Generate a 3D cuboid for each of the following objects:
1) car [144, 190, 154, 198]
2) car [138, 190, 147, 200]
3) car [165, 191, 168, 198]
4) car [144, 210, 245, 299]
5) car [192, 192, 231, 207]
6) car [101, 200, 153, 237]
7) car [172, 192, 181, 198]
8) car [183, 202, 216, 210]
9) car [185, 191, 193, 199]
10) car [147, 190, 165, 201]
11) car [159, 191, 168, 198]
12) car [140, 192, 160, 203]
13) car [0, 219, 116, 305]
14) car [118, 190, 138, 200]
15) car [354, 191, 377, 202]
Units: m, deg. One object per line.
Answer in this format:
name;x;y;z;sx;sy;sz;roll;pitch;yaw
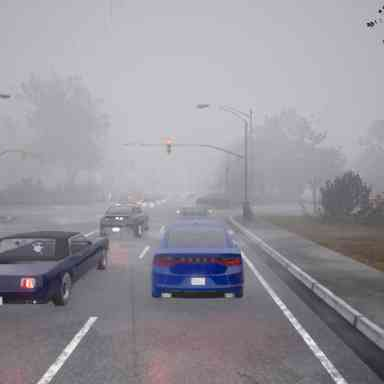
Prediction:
car;-10.789;0.445;84.178;2.150;2.045;5.566;0;1;-3
car;-10.461;0.709;63.383;2.150;2.045;5.566;0;1;0
car;-6.982;0.957;74.243;1.895;1.301;4.718;0;1;-1
car;0.114;1.446;8.488;1.882;1.535;5.008;0;0;0
car;2.847;1.010;44.521;4.553;1.767;2.097;0;0;30
car;-3.373;1.402;17.194;1.837;1.490;4.892;0;0;0
car;-3.854;0.741;85.559;2.033;1.411;5.357;0;1;-4
car;0.127;1.459;17.470;1.994;1.385;4.181;0;0;0
car;-0.104;0.790;79.591;1.837;1.490;4.892;0;1;-2
car;-6.963;0.956;64.218;1.882;1.535;5.008;0;1;0
car;-7.299;0.571;84.477;2.097;1.767;4.553;0;1;-3
car;-7.005;1.127;55.409;1.994;1.385;4.181;0;1;0
car;-3.387;1.573;7.942;1.895;1.301;4.718;0;0;0
car;-10.534;0.930;53.800;2.097;1.767;4.553;0;0;1
car;21.166;0.893;43.145;5.566;2.045;2.150;0;0;-3
